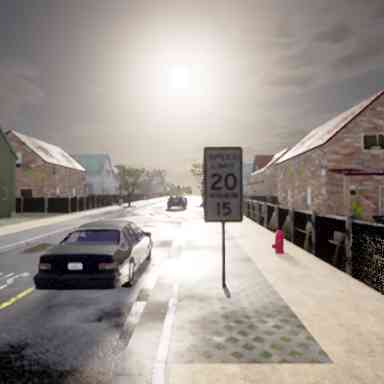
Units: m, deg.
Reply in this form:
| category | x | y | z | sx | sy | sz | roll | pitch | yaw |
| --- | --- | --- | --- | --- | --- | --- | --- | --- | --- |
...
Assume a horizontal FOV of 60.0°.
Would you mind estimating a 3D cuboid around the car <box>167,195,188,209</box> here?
| category | x | y | z | sx | sy | sz | roll | pitch | yaw |
| --- | --- | --- | --- | --- | --- | --- | --- | --- | --- |
| car | -1.795 | 1.090 | 39.513 | 2.097 | 1.767 | 4.553 | 0 | 0 | 1 |

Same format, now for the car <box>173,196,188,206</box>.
| category | x | y | z | sx | sy | sz | roll | pitch | yaw |
| --- | --- | --- | --- | --- | --- | --- | --- | --- | --- |
| car | -1.702 | 1.259 | 49.769 | 1.994 | 1.385 | 4.181 | 0 | 0 | 1 |

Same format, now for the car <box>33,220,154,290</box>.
| category | x | y | z | sx | sy | sz | roll | pitch | yaw |
| --- | --- | --- | --- | --- | --- | --- | --- | --- | --- |
| car | -2.250 | 1.482 | 9.004 | 2.033 | 1.411 | 5.357 | 0 | 0 | 1 |
